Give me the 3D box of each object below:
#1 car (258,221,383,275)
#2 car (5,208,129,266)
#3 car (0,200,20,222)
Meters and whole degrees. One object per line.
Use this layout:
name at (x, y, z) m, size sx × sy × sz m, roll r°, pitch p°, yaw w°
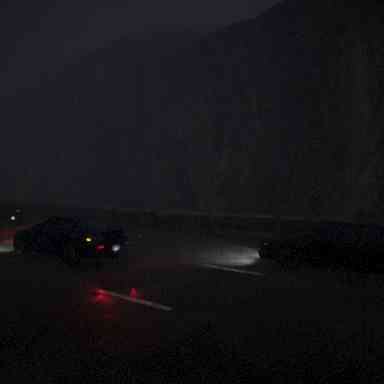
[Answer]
car at (4.626, 1.540, 9.289) m, size 5.357 × 1.411 × 2.033 m, roll 0°, pitch 0°, yaw 35°
car at (-4.132, 1.465, 11.236) m, size 4.674 × 1.442 × 1.812 m, roll 1°, pitch 0°, yaw 35°
car at (-12.956, 1.307, 21.826) m, size 4.892 × 1.490 × 1.837 m, roll 1°, pitch 1°, yaw 35°
